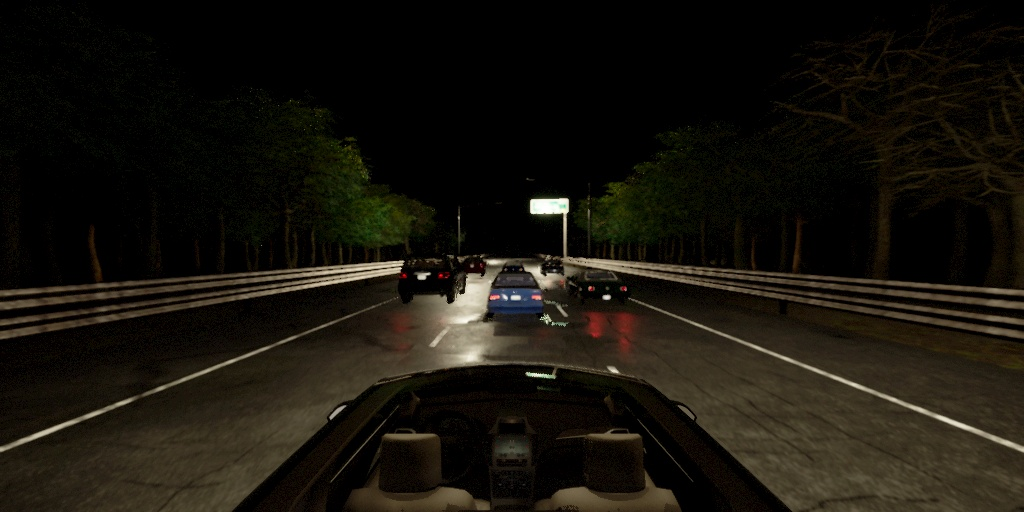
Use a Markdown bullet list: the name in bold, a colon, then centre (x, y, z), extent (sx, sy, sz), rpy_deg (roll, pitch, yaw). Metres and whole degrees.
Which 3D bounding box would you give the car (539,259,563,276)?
- **car**: centre (3.615, 1.011, 32.805), extent (2.128, 1.511, 4.902), rpy_deg (0, 0, 0)

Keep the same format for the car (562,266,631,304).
- **car**: centre (3.606, 1.261, 15.832), extent (1.895, 1.301, 4.718), rpy_deg (0, 0, 0)

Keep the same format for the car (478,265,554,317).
- **car**: centre (0.099, 1.229, 12.857), extent (2.033, 1.411, 5.357), rpy_deg (0, 0, 0)

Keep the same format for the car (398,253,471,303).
- **car**: centre (-3.393, 0.879, 16.195), extent (2.150, 2.045, 5.566), rpy_deg (0, 0, 0)

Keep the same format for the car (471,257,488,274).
- **car**: centre (-3.384, 0.874, 32.544), extent (2.097, 1.767, 4.553), rpy_deg (0, 0, 0)

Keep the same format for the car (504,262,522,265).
- **car**: centre (0.114, 1.133, 31.304), extent (1.895, 1.301, 4.718), rpy_deg (0, 0, 0)
